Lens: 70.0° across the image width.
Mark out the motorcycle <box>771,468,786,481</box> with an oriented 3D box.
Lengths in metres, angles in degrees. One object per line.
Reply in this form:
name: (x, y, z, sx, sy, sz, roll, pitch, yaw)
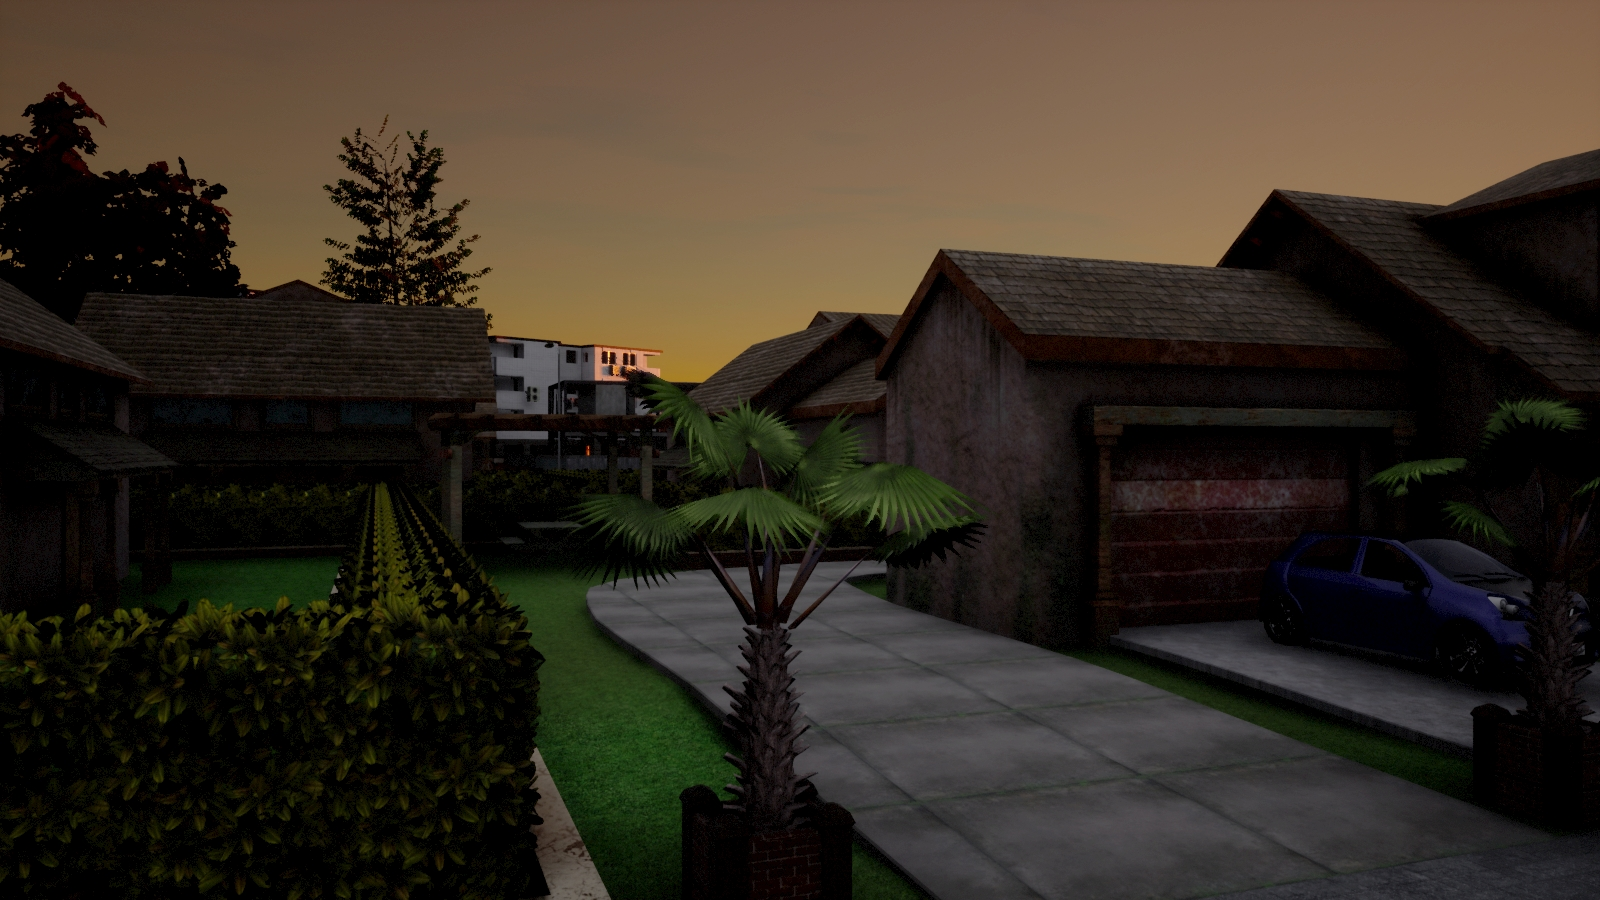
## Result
motorcycle: (-1.939, 2.199, 102.837, 0.803, 1.199, 2.033, 0, 0, -20)
